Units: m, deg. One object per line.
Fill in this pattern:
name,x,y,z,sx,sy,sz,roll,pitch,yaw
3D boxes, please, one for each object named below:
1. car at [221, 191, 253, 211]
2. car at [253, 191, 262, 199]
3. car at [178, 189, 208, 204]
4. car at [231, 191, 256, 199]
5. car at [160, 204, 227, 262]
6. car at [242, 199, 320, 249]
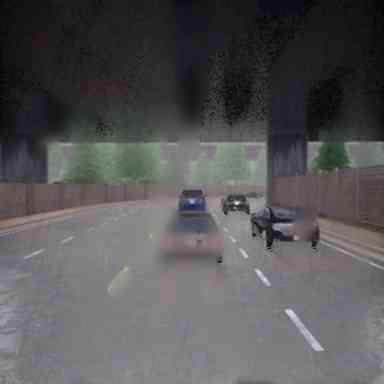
car,3.610,0.890,28.322,2.097,1.767,4.553,0,1,1
car,10.234,0.532,59.792,4.892,1.490,1.837,-1,0,-23
car,0.077,0.777,27.339,2.150,2.045,5.566,0,1,1
car,9.863,0.531,63.552,4.181,1.385,1.994,0,1,-20
car,0.017,1.363,11.248,2.033,1.411,5.357,0,1,0
car,3.538,1.272,13.413,2.128,1.511,4.902,0,1,1
